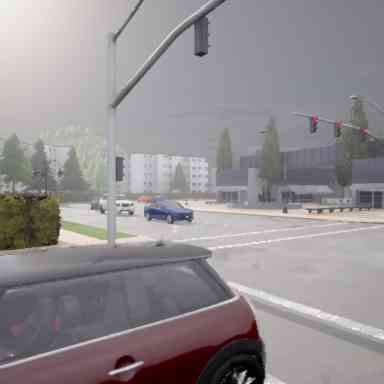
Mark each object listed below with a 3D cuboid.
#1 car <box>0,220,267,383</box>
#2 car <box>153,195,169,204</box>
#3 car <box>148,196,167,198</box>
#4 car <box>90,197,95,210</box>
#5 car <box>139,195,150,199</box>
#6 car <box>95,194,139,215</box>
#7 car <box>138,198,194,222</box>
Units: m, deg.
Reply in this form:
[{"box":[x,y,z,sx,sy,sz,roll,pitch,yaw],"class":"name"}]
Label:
[{"box":[-1.494,1.352,2.928,4.553,1.767,2.097,0,0,-36],"class":"car"},{"box":[-6.175,1.477,66.607,1.882,1.535,5.008,0,0,12],"class":"car"},{"box":[-3.117,1.547,39.747,2.033,1.411,5.357,0,0,-28],"class":"car"},{"box":[-11.973,1.352,42.899,2.097,1.767,4.553,0,0,-17],"class":"car"},{"box":[-9.346,1.352,68.092,2.097,1.767,4.553,0,0,15],"class":"car"},{"box":[-7.659,1.221,33.513,2.150,2.045,5.566,0,0,-32],"class":"car"},{"box":[-1.850,1.478,25.334,1.882,1.535,5.008,0,0,-37],"class":"car"}]
